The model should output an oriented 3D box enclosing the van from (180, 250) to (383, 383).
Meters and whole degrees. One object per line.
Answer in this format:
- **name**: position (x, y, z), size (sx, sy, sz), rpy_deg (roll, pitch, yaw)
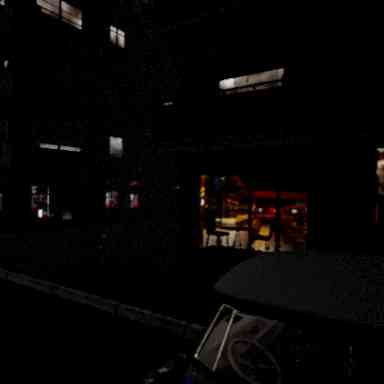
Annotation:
- **van**: position (1.728, 1.344, 1.629), size (3.998, 1.788, 1.690), rpy_deg (0, 1, 35)
